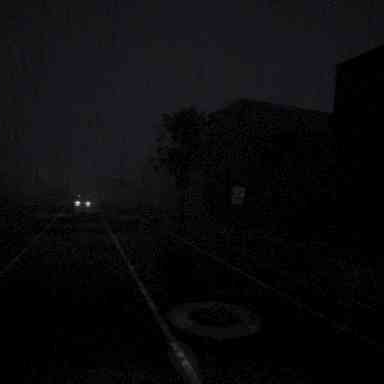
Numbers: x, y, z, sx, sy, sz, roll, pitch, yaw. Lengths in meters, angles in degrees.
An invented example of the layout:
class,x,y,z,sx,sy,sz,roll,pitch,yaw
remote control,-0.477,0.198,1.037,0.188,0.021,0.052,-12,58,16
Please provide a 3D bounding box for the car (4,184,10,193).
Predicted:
class,x,y,z,sx,sy,sz,roll,pitch,yaw
car,-42.759,-0.749,71.833,4.553,1.767,2.185,4,-1,-18

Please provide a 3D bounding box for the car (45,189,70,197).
class,x,y,z,sx,sy,sz,roll,pitch,yaw
car,-29.526,0.190,73.163,4.892,1.521,2.231,4,-1,-18

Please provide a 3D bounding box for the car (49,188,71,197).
class,x,y,z,sx,sy,sz,roll,pitch,yaw
car,-31.189,0.043,78.517,4.553,1.767,2.185,4,-1,-18

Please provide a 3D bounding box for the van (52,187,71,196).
class,x,y,z,sx,sy,sz,roll,pitch,yaw
van,-33.891,-0.090,86.483,4.442,1.987,1.878,4,-1,-18

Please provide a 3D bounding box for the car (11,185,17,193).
class,x,y,z,sx,sy,sz,roll,pitch,yaw
car,-45.343,-0.612,79.776,4.674,1.452,2.002,4,-1,-18

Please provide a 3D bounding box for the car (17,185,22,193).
class,x,y,z,sx,sy,sz,roll,pitch,yaw
car,-46.017,-0.652,82.485,5.366,1.575,1.946,4,-1,-18

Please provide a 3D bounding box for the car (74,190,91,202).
class,x,y,z,sx,sy,sz,roll,pitch,yaw
car,-17.534,0.637,53.990,2.097,1.767,4.553,4,0,-18

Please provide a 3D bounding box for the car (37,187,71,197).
class,x,y,z,sx,sy,sz,roll,pitch,yaw
car,-26.962,0.250,65.159,4.892,1.521,2.231,4,-1,-18

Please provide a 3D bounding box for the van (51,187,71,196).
class,x,y,z,sx,sy,sz,roll,pitch,yaw
van,-31.958,-0.060,81.215,4.442,1.987,1.878,4,-1,-18

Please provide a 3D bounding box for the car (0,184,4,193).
class,x,y,z,sx,sy,sz,roll,pitch,yaw
car,-41.107,-0.557,66.516,4.674,1.452,2.002,4,-1,-18

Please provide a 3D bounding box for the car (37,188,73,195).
class,x,y,z,sx,sy,sz,roll,pitch,yaw
car,-27.829,-0.027,67.820,5.566,2.045,2.435,4,-1,-18
